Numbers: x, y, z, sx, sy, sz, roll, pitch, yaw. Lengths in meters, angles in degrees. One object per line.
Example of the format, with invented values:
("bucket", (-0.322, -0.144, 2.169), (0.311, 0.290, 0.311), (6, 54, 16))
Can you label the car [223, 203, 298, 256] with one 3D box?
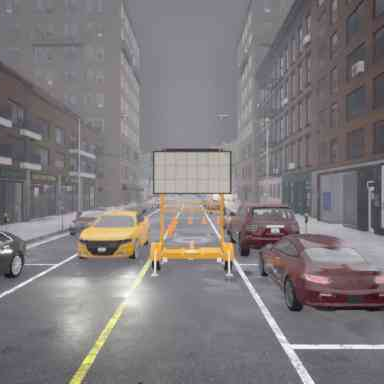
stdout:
("car", (2.645, 1.315, 12.952), (2.192, 1.841, 5.009), (0, 0, 0))

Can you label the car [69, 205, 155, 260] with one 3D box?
("car", (-2.743, 1.478, 12.625), (1.882, 1.535, 5.008), (0, 0, 0))

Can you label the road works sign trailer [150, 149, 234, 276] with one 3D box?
("road works sign trailer", (0.006, 0.464, 10.321), (2.380, 3.560, 2.880), (0, 0, 0))

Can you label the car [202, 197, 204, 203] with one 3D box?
("car", (2.665, 1.531, 46.232), (1.752, 1.417, 4.829), (0, 0, 0))

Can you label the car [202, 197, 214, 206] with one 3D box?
("car", (2.672, 1.596, 57.098), (1.802, 1.307, 4.206), (0, 0, 0))

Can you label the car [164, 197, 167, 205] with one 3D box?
("car", (-5.356, 1.535, 51.412), (1.752, 1.417, 4.829), (0, 0, 0))

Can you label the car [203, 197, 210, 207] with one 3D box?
("car", (2.662, 1.584, 40.543), (1.802, 1.307, 4.206), (0, 0, 0))

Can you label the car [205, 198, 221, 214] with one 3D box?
("car", (2.659, 1.583, 35.025), (1.802, 1.307, 4.206), (0, 0, 0))

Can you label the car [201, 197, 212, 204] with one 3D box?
("car", (2.676, 1.585, 62.617), (1.947, 1.339, 4.313), (0, 0, 0))

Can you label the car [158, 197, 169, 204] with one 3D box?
("car", (-5.349, 1.601, 62.620), (1.802, 1.307, 4.206), (0, 0, 0))

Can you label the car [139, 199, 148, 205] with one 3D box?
("car", (-5.370, 1.545, 29.508), (1.887, 1.381, 4.507), (0, 0, 0))

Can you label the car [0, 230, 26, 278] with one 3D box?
("car", (-5.384, 1.551, 7.432), (2.008, 1.369, 4.403), (0, 0, 0))

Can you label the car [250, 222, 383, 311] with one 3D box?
("car", (2.641, 1.582, 7.434), (1.802, 1.307, 4.206), (0, 0, 0))

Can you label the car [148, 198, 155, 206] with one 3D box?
("car", (-5.366, 1.567, 35.026), (1.947, 1.339, 4.313), (0, 0, 0))

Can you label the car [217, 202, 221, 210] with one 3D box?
("car", (2.644, 1.525, 18.639), (1.752, 1.417, 4.829), (0, 0, 0))

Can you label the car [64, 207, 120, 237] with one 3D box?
("car", (-5.377, 1.582, 18.470), (1.802, 1.307, 4.206), (0, 0, 0))

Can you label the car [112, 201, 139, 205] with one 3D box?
("car", (-5.373, 1.551, 23.989), (2.008, 1.369, 4.403), (0, 0, 0))

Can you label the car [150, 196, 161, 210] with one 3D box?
("car", (-5.363, 1.553, 40.545), (2.008, 1.369, 4.403), (0, 0, 0))
